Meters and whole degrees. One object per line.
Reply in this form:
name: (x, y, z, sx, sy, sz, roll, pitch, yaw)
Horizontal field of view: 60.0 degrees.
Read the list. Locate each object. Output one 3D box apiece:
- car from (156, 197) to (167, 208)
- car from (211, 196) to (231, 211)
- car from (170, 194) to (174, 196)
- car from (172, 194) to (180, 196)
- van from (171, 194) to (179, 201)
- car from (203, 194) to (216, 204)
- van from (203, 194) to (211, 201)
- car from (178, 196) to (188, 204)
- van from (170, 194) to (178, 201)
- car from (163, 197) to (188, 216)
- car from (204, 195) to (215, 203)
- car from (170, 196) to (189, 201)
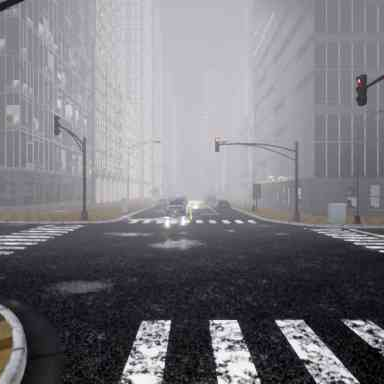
car: (-4.133, 1.593, 47.309, 1.802, 1.307, 4.206, 0, 0, 0)
car: (3.832, 1.579, 41.834, 1.947, 1.339, 4.313, 0, 0, 0)
car: (-4.241, 1.564, 63.891, 1.947, 1.339, 4.313, 0, 0, 0)
car: (-1.690, 1.499, 52.142, 2.128, 1.511, 4.902, 0, 0, 0)
van: (-4.385, 1.315, 86.001, 1.690, 1.788, 3.998, 0, 0, 0)
car: (3.639, 1.313, 63.942, 2.192, 1.841, 5.009, 0, 0, 0)
van: (3.531, 1.321, 80.525, 1.690, 1.788, 3.998, 0, 0, 0)
car: (-1.713, 1.525, 63.000, 1.812, 1.442, 4.674, 0, 0, 0)
van: (-4.349, 1.321, 80.474, 1.690, 1.788, 3.998, 0, 0, 0)
car: (-1.571, 1.543, 33.034, 1.812, 1.442, 4.674, 0, 0, 0)
car: (3.603, 1.432, 69.470, 1.967, 1.590, 4.097, 0, 0, 0)
car: (-1.630, 1.539, 42.176, 1.812, 1.442, 4.674, 0, 0, 0)
